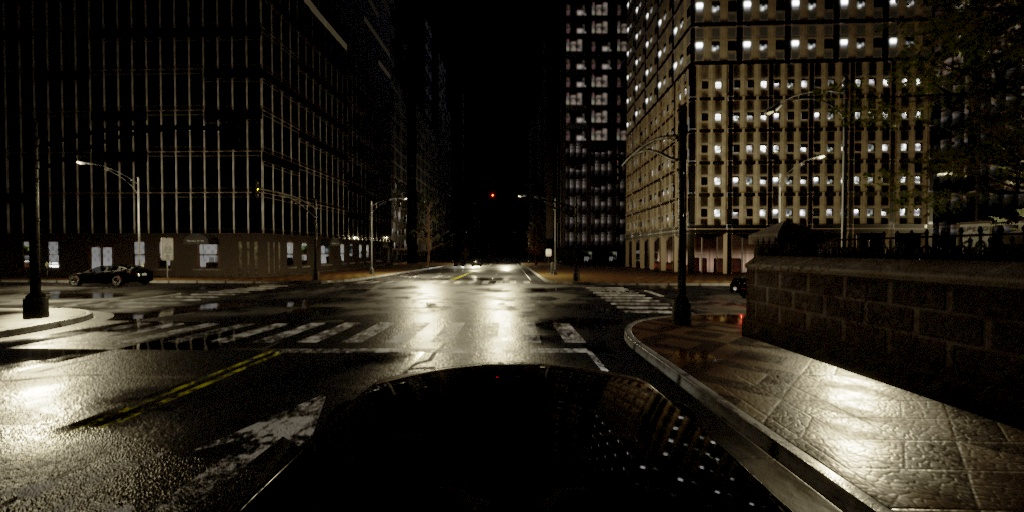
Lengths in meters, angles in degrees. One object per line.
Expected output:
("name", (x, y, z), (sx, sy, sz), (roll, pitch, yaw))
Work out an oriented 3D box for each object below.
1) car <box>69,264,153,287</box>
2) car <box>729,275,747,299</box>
("car", (-25.602, 1.205, 23.007), (4.313, 1.339, 1.948), (0, 0, 2))
("car", (12.443, 1.324, 16.216), (4.674, 1.442, 1.812), (0, 1, 2))
